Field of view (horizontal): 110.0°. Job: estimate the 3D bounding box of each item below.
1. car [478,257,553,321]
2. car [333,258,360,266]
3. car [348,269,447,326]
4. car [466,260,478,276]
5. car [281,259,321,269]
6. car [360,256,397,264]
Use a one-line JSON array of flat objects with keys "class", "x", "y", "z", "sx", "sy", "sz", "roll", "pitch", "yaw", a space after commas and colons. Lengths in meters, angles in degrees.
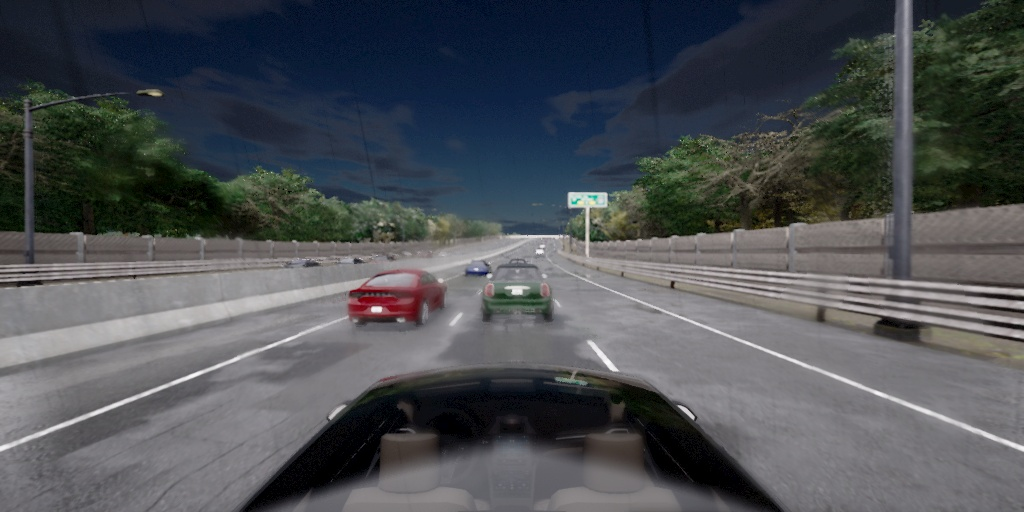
[{"class": "car", "x": 0.177, "y": 1.026, "z": 12.268, "sx": 2.097, "sy": 1.767, "sz": 4.553, "roll": 0, "pitch": 0, "yaw": 0}, {"class": "car", "x": -16.995, "y": 0.938, "z": 37.569, "sx": 1.812, "sy": 1.442, "sz": 4.674, "roll": 0, "pitch": 1, "yaw": 2}, {"class": "car", "x": -3.336, "y": 1.158, "z": 11.373, "sx": 1.882, "sy": 1.535, "sz": 5.008, "roll": 0, "pitch": 0, "yaw": 1}, {"class": "car", "x": -2.951, "y": 1.061, "z": 32.202, "sx": 1.994, "sy": 1.385, "sz": 4.181, "roll": 0, "pitch": 1, "yaw": 2}, {"class": "car", "x": -20.569, "y": 1.013, "z": 35.099, "sx": 1.994, "sy": 1.385, "sz": 4.181, "roll": 0, "pitch": 1, "yaw": 2}, {"class": "car", "x": -13.501, "y": 0.772, "z": 37.216, "sx": 2.097, "sy": 1.767, "sz": 4.553, "roll": 0, "pitch": 1, "yaw": 2}]
